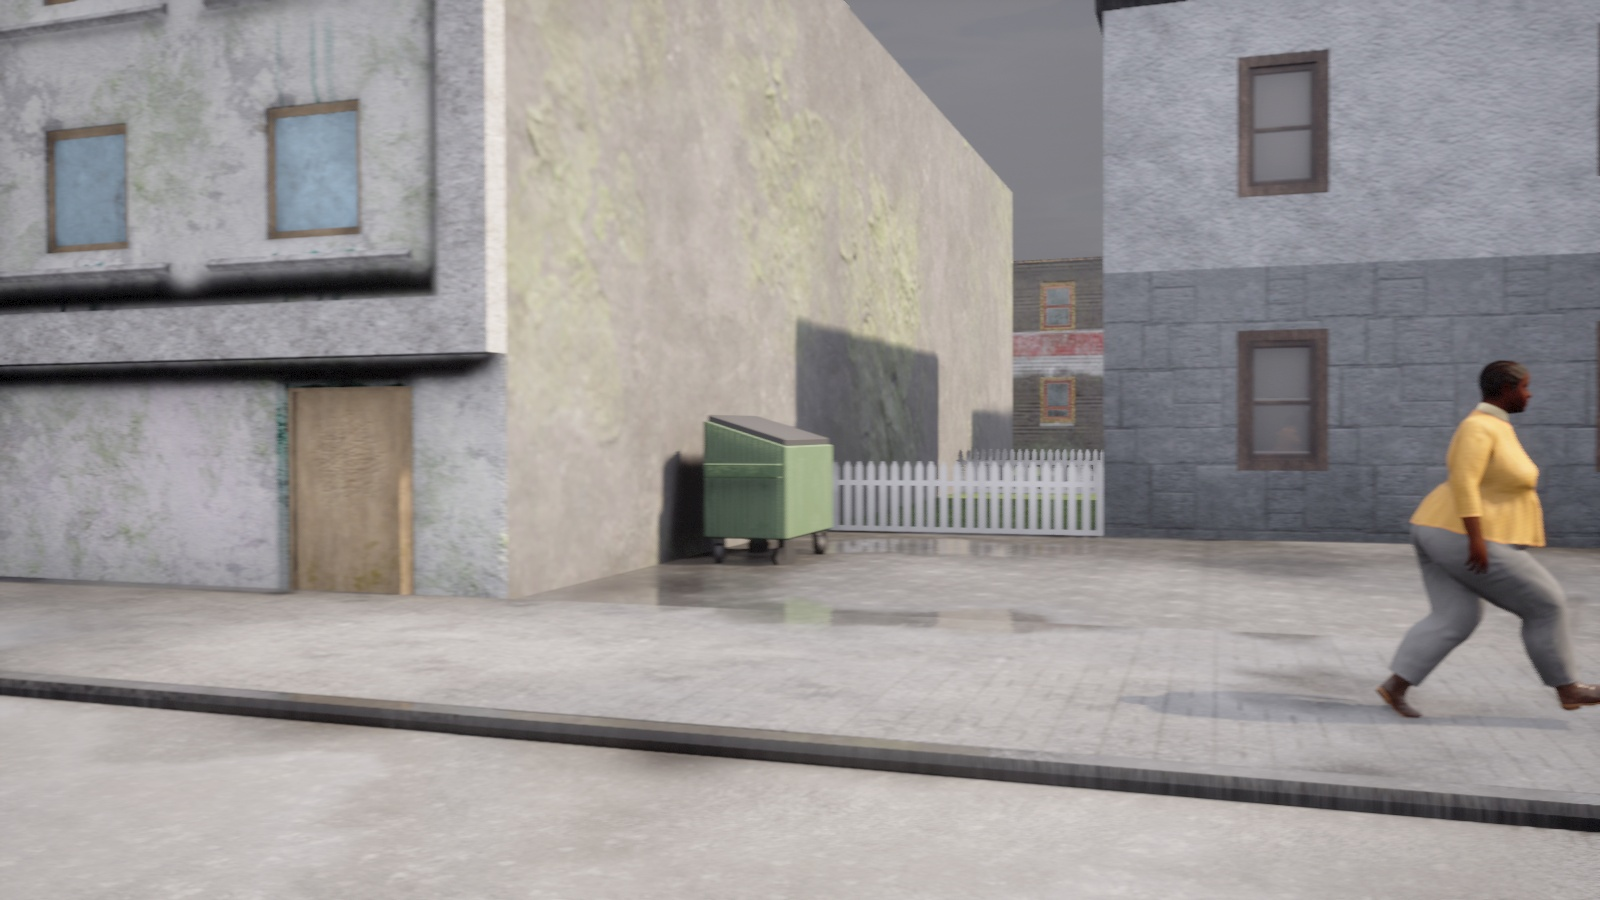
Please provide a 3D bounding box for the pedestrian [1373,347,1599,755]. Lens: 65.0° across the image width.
[{"bbox_3d":[3.395,0.449,6.262,0.900,1.855,0.874,1,1,21],"label":"pedestrian"}]
